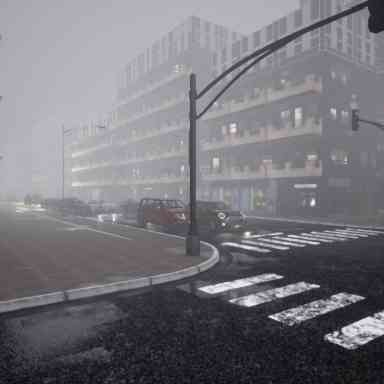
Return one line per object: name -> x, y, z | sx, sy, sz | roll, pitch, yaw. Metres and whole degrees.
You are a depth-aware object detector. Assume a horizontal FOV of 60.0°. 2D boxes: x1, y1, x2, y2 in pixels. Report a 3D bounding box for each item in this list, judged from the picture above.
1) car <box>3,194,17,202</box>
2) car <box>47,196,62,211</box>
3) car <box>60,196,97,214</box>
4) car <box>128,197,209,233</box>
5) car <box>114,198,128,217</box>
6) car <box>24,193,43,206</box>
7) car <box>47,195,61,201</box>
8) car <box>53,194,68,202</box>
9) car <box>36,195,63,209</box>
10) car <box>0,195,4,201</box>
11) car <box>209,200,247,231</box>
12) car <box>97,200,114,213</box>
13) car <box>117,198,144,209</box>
car -> -38.027, 1.412, 70.186 | 1.802, 1.307, 4.206 | 0, 0, -36
car -> -14.805, 1.451, 38.047 | 1.947, 1.339, 4.313 | 0, 0, -36
car -> -11.487, 1.444, 33.454 | 1.887, 1.381, 4.507 | 0, 0, -36
car -> -1.534, 1.264, 19.680 | 2.192, 1.841, 5.009 | 0, 0, -36
car -> -4.344, 1.470, 27.979 | 2.033, 1.411, 5.357 | 0, 0, -36
car -> -24.757, 1.162, 51.820 | 2.192, 1.841, 5.009 | 0, 0, -36
car -> -31.233, 1.379, 75.093 | 2.008, 1.369, 4.403 | 0, 0, -36
car -> -27.917, 1.269, 70.503 | 1.967, 1.590, 4.097 | 0, 0, -36
car -> -18.123, 1.436, 42.639 | 1.947, 1.339, 4.313 | 0, 0, -36
car -> -41.345, 1.269, 74.777 | 1.967, 1.590, 4.097 | 0, 0, -36
car -> 1.221, 1.304, 20.205 | 2.097, 1.767, 4.553 | 0, 0, -34
car -> -9.982, 1.497, 35.799 | 1.895, 1.301, 4.718 | 0, 0, -36
car -> -8.012, 1.465, 42.955 | 1.802, 1.307, 4.206 | 0, 0, -36
